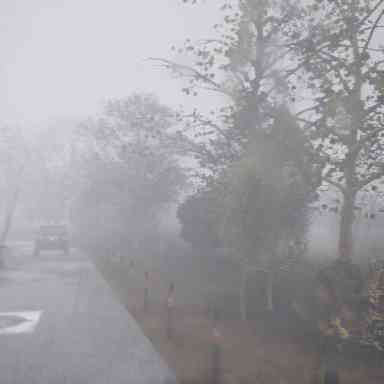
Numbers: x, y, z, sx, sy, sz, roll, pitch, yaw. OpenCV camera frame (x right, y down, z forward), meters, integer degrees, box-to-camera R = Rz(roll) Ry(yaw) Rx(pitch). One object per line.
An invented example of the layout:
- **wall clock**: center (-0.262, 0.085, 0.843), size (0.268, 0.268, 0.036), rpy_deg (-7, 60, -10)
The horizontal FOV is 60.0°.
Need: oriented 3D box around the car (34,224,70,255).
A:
- **car**: center (-10.150, 3.374, 24.113), size (2.150, 2.045, 5.566), rpy_deg (4, -6, -23)
